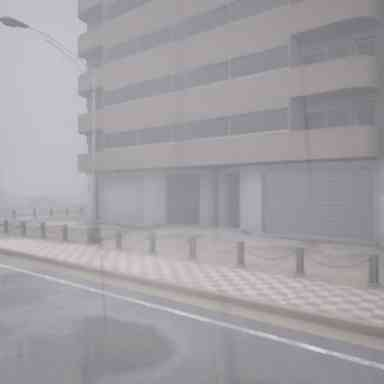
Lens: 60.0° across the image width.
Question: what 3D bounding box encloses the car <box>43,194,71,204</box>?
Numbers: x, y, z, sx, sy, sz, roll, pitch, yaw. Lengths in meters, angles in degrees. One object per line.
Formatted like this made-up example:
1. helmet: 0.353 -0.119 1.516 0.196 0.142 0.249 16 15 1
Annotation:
1. car: -27.407 1.414 67.552 1.970 1.475 3.806 0 0 35

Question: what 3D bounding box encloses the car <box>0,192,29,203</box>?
1. car: -41.267 1.162 77.218 1.932 1.855 4.605 0 0 35
